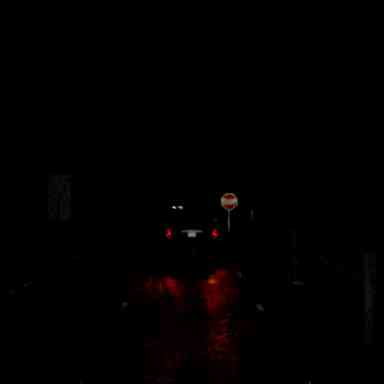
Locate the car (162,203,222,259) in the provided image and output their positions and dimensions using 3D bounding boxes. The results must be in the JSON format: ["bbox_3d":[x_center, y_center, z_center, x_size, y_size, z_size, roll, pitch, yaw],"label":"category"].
[{"bbox_3d":[0.022,1.485,13.355,2.097,1.767,4.553,0,-1,1],"label":"car"}]

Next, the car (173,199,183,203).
[{"bbox_3d":[-2.835,2.163,67.277,2.033,1.411,5.357,0,0,0],"label":"car"}]
